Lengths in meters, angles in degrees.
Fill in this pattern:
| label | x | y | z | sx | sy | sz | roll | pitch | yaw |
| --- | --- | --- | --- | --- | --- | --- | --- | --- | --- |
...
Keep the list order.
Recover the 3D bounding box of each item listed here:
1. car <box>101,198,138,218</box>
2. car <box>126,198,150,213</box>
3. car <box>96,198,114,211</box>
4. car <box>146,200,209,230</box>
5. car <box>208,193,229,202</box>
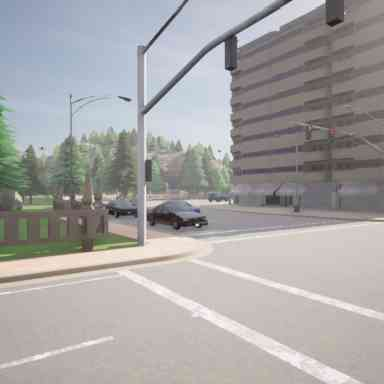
| label | x | y | z | sx | sy | sz | roll | pitch | yaw |
| --- | --- | --- | --- | --- | --- | --- | --- | --- | --- |
| car | -6.291 | 1.422 | 29.448 | 1.882 | 1.535 | 5.008 | 0 | 0 | -28 |
| car | -6.129 | 1.447 | 37.287 | 1.837 | 1.490 | 4.892 | 0 | 1 | -19 |
| car | -10.870 | 1.470 | 41.668 | 1.812 | 1.442 | 4.674 | 0 | 0 | -11 |
| car | -1.197 | 1.492 | 21.118 | 2.033 | 1.411 | 5.357 | 0 | 0 | -34 |
| car | 5.673 | 1.169 | 71.184 | 2.150 | 2.045 | 5.566 | 0 | 0 | 40 |
